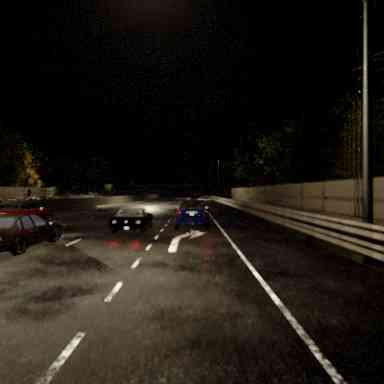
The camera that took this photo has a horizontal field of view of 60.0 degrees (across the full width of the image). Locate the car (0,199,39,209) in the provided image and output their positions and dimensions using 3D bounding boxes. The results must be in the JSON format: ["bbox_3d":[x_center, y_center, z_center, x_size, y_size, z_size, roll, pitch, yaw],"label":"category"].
[{"bbox_3d":[-10.400,1.338,20.473,2.097,1.767,4.553,0,0,0],"label":"car"}]

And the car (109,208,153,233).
[{"bbox_3d":[-3.397,1.588,19.463,1.895,1.301,4.718,0,0,0],"label":"car"}]

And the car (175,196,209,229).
[{"bbox_3d":[0.001,1.338,21.773,2.097,1.767,4.553,0,0,0],"label":"car"}]

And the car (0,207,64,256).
[{"bbox_3d":[-6.899,1.538,13.037,2.033,1.411,5.357,0,0,0],"label":"car"}]

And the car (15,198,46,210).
[{"bbox_3d":[-21.069,1.559,43.662,1.994,1.385,4.181,0,0,0],"label":"car"}]
